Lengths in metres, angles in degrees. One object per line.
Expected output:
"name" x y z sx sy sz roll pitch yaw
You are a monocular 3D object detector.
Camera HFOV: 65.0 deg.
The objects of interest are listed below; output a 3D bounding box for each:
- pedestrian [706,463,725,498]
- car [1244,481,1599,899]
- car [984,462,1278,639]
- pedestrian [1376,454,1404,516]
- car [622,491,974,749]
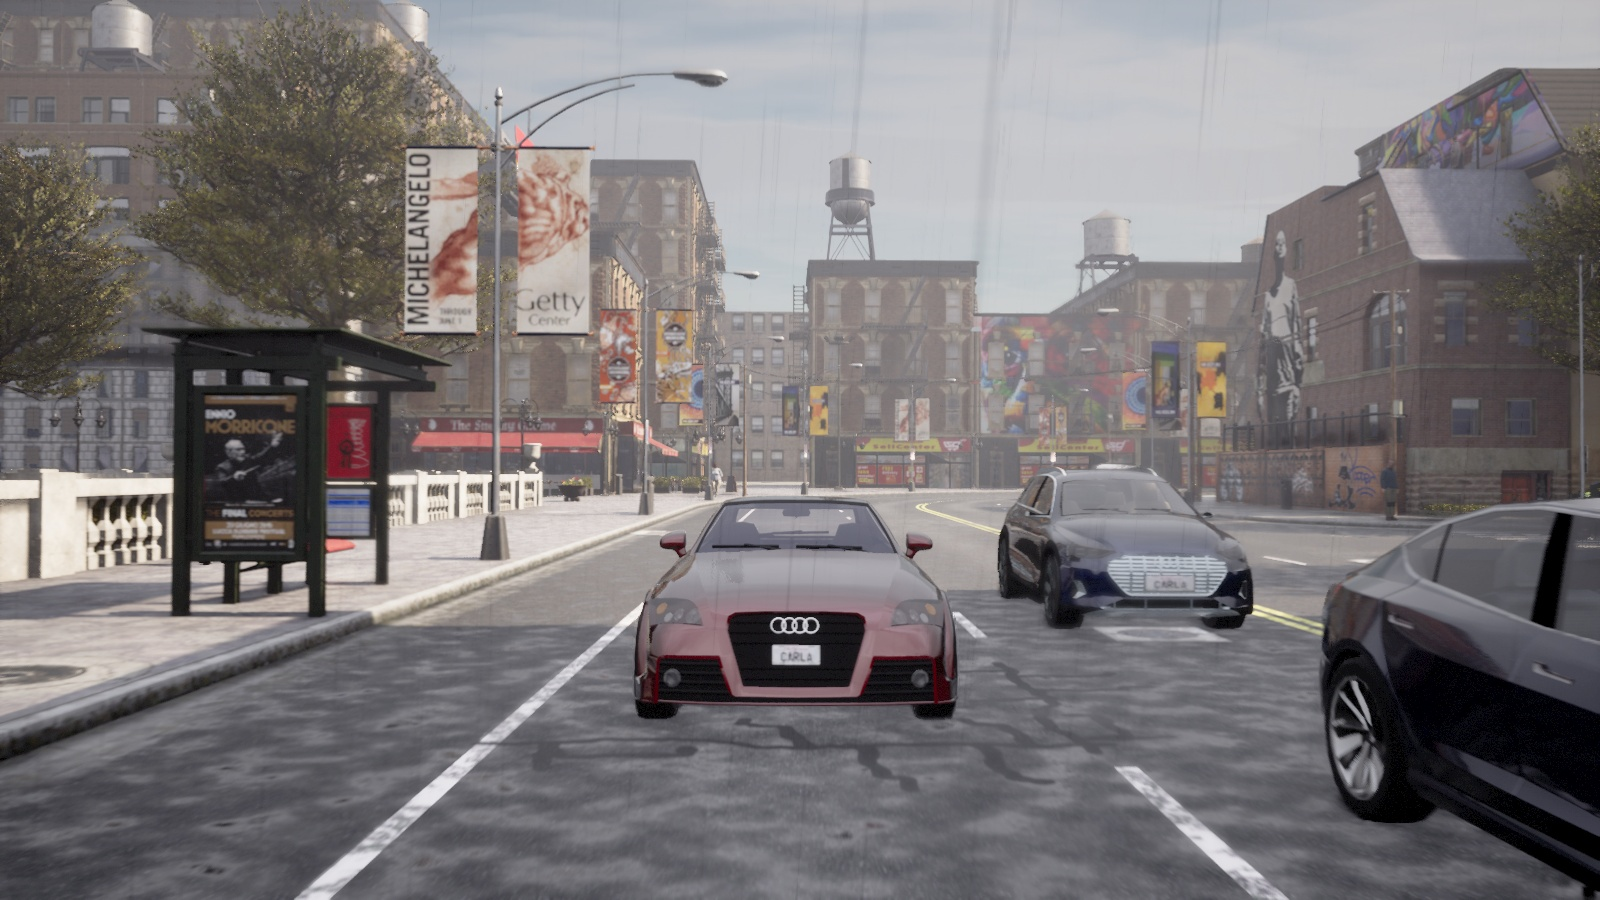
"pedestrian" -4.443 1.606 66.095 0.874 1.855 0.900 0 -1 7
"car" 3.488 0.875 4.357 2.163 1.488 4.792 0 -1 0
"car" 3.465 0.970 14.233 2.033 1.649 4.856 0 -1 0
"pedestrian" 17.675 1.037 37.622 0.402 1.842 0.726 0 -1 -10
"car" -0.022 1.035 9.228 1.994 1.385 4.181 0 -1 0
